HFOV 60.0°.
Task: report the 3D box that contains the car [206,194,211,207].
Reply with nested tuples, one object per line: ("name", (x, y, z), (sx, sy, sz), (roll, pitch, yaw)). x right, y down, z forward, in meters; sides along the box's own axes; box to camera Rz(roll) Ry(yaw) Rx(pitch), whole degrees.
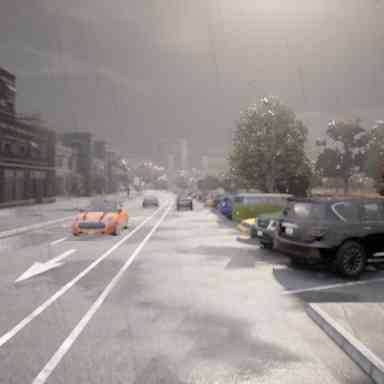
("car", (4.441, 1.259, 36.586), (4.792, 1.488, 2.163), (1, 0, -22))

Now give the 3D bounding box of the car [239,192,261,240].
("car", (5.000, 1.154, 12.878), (5.566, 2.045, 2.435), (1, 1, -21))

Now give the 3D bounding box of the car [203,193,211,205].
("car", (4.514, 1.199, 39.604), (5.366, 1.575, 1.946), (1, 0, -22))

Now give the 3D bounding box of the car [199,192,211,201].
("car", (4.090, 1.166, 42.435), (5.366, 1.575, 1.946), (1, 1, -22))

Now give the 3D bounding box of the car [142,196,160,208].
("car", (-5.225, 1.207, 42.555), (1.812, 1.442, 4.674), (0, 0, -1))

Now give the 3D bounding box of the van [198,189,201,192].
("van", (3.816, 0.764, 57.399), (4.442, 1.987, 1.878), (0, 1, -23))

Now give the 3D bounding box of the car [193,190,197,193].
("car", (3.576, 0.904, 63.359), (5.366, 1.575, 1.946), (0, 1, -23))

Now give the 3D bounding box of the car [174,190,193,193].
("car", (-1.330, 0.937, 51.016), (2.097, 1.767, 4.553), (0, 1, -2))

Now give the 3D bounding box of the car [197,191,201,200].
("car", (3.842, 1.068, 54.383), (4.674, 1.452, 2.002), (0, 1, -23))

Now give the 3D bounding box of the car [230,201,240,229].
("car", (4.784, 1.383, 15.772), (5.366, 1.575, 1.946), (1, 1, -22))

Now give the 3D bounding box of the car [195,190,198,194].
("car", (3.555, 0.948, 60.320), (5.008, 1.535, 2.097), (0, 1, -23))

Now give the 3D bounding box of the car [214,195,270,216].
("car", (4.597, 1.157, 30.660), (4.553, 1.767, 2.185), (1, 1, -21))

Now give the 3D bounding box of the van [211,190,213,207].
("van", (4.597, 1.032, 33.658), (4.442, 1.987, 1.878), (1, 0, -21))

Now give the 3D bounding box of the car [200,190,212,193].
("car", (4.046, 0.977, 48.434), (4.553, 1.767, 2.185), (1, 0, -22))

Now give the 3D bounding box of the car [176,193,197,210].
("car", (-0.838, 1.216, 38.497), (2.128, 1.511, 4.902), (0, 1, -2))

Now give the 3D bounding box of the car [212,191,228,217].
("car", (4.750, 1.078, 24.742), (5.566, 2.045, 2.435), (1, 0, -22))

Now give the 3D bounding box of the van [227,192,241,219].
("van", (4.902, 1.125, 21.819), (4.442, 1.987, 1.878), (1, 0, -21))

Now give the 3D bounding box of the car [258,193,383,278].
("car", (5.122, 1.172, 9.952), (5.566, 2.045, 2.435), (1, 0, -21))

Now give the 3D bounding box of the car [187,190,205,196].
("car", (1.143, 0.342, 92.854), (4.553, 1.767, 2.185), (0, 1, -26))

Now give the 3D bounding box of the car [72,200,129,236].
("car", (-4.642, 1.245, 17.413), (2.097, 1.767, 4.553), (0, 0, -1))
